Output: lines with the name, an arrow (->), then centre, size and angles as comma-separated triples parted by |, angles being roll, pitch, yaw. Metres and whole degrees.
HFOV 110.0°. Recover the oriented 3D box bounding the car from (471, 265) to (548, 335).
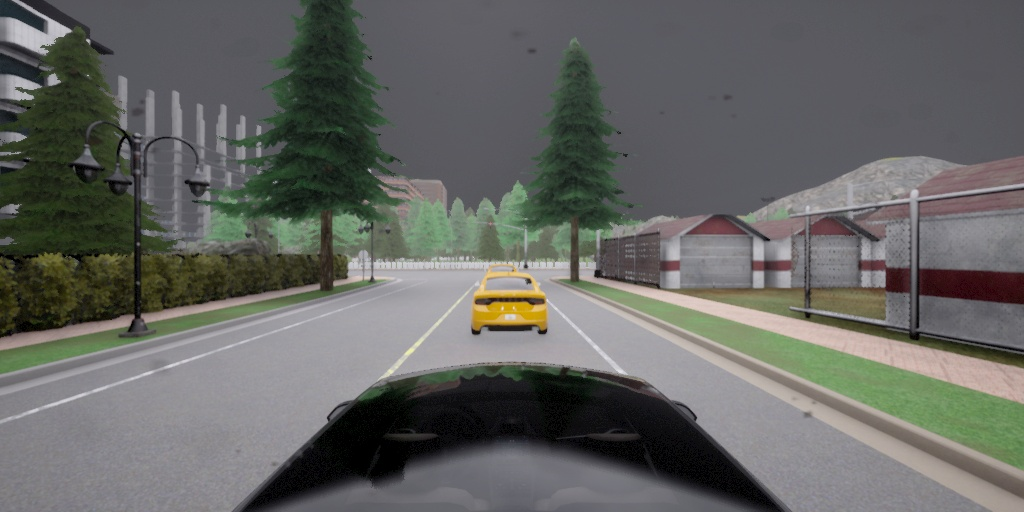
car -> -0.112, 1.206, 10.493 | 1.882, 1.535, 5.008 | 0, 0, -2
